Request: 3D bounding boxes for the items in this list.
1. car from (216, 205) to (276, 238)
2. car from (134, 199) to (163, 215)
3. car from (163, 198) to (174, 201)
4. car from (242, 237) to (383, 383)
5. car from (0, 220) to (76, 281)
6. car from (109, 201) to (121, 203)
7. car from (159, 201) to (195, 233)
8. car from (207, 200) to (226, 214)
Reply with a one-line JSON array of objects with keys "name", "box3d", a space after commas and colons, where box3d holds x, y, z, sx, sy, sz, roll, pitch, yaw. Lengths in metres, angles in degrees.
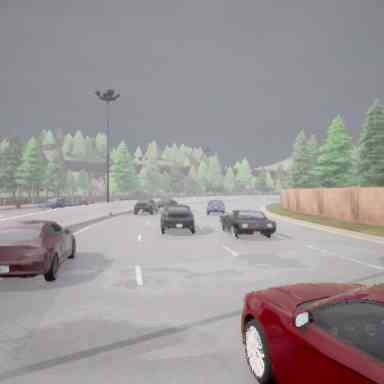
[{"name": "car", "box3d": [2.758, 1.596, 17.583, 1.895, 1.301, 4.718, 0, 0, -6]}, {"name": "car", "box3d": [-4.571, 1.497, 33.863, 1.837, 1.490, 4.892, 0, 0, 5]}, {"name": "car", "box3d": [-3.331, 1.537, 44.227, 2.033, 1.411, 5.357, 0, 0, 12]}, {"name": "car", "box3d": [2.079, 1.477, 2.658, 1.882, 1.535, 5.008, 0, 0, -16]}, {"name": "car", "box3d": [-4.570, 1.524, 9.525, 1.812, 1.442, 4.674, 0, 0, -10]}, {"name": "car", "box3d": [-10.124, 1.536, 46.347, 2.033, 1.411, 5.357, 0, 0, 11]}, {"name": "car", "box3d": [-0.898, 1.498, 19.606, 1.837, 1.490, 4.892, 0, 0, -5]}, {"name": "car", "box3d": [2.538, 1.538, 34.508, 2.033, 1.411, 5.357, 0, 0, 5]}]
